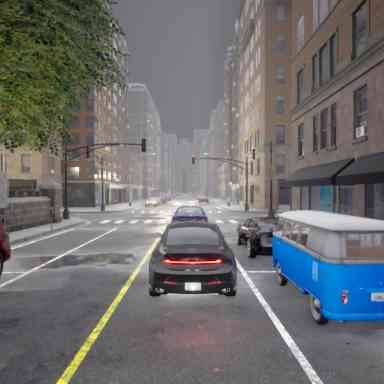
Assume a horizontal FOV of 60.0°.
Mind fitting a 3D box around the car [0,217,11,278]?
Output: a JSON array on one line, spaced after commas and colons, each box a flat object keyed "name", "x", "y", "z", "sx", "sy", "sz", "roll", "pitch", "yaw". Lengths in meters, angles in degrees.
[{"name": "car", "x": -5.716, "y": 1.314, "z": 6.737, "sx": 2.192, "sy": 1.841, "sz": 5.009, "roll": 0, "pitch": 0, "yaw": 0}]

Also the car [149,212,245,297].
[{"name": "car", "x": 0.010, "y": 1.503, "z": 8.585, "sx": 1.837, "sy": 1.490, "sz": 4.892, "roll": 0, "pitch": 0, "yaw": 0}]

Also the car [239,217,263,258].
[{"name": "car", "x": 2.765, "y": 1.563, "z": 12.503, "sx": 1.947, "sy": 1.339, "sz": 4.313, "roll": 0, "pitch": 0, "yaw": 0}]

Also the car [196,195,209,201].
[{"name": "car", "x": 2.347, "y": 1.409, "z": 66.878, "sx": 1.967, "sy": 1.590, "sz": 4.097, "roll": 0, "pitch": 0, "yaw": 0}]

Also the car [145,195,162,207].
[{"name": "car", "x": -6.050, "y": 1.497, "z": 50.255, "sx": 1.752, "sy": 1.417, "sz": 4.829, "roll": 0, "pitch": 0, "yaw": 0}]

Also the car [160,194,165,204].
[{"name": "car", "x": -6.093, "y": 1.521, "z": 55.875, "sx": 2.008, "sy": 1.369, "sz": 4.403, "roll": 0, "pitch": 0, "yaw": 0}]

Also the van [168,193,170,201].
[{"name": "van", "x": -6.219, "y": 1.310, "z": 72.227, "sx": 1.690, "sy": 1.788, "sz": 3.998, "roll": 0, "pitch": 0, "yaw": 0}]

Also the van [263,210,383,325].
[{"name": "van", "x": 2.808, "y": 1.340, "z": 6.843, "sx": 1.690, "sy": 1.788, "sz": 3.998, "roll": 0, "pitch": 0, "yaw": 0}]

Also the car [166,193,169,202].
[{"name": "car", "x": -6.177, "y": 1.513, "z": 66.777, "sx": 1.887, "sy": 1.381, "sz": 4.507, "roll": 0, "pitch": 0, "yaw": 0}]

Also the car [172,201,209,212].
[{"name": "car", "x": -0.101, "y": 1.472, "z": 18.080, "sx": 1.882, "sy": 1.535, "sz": 5.008, "roll": 0, "pitch": 0, "yaw": 0}]

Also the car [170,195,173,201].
[{"name": "car", "x": -6.260, "y": 1.522, "z": 77.678, "sx": 2.008, "sy": 1.369, "sz": 4.403, "roll": 0, "pitch": 0, "yaw": 0}]

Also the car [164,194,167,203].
[{"name": "car", "x": -6.135, "y": 1.513, "z": 61.326, "sx": 1.887, "sy": 1.381, "sz": 4.507, "roll": 0, "pitch": 0, "yaw": 0}]
